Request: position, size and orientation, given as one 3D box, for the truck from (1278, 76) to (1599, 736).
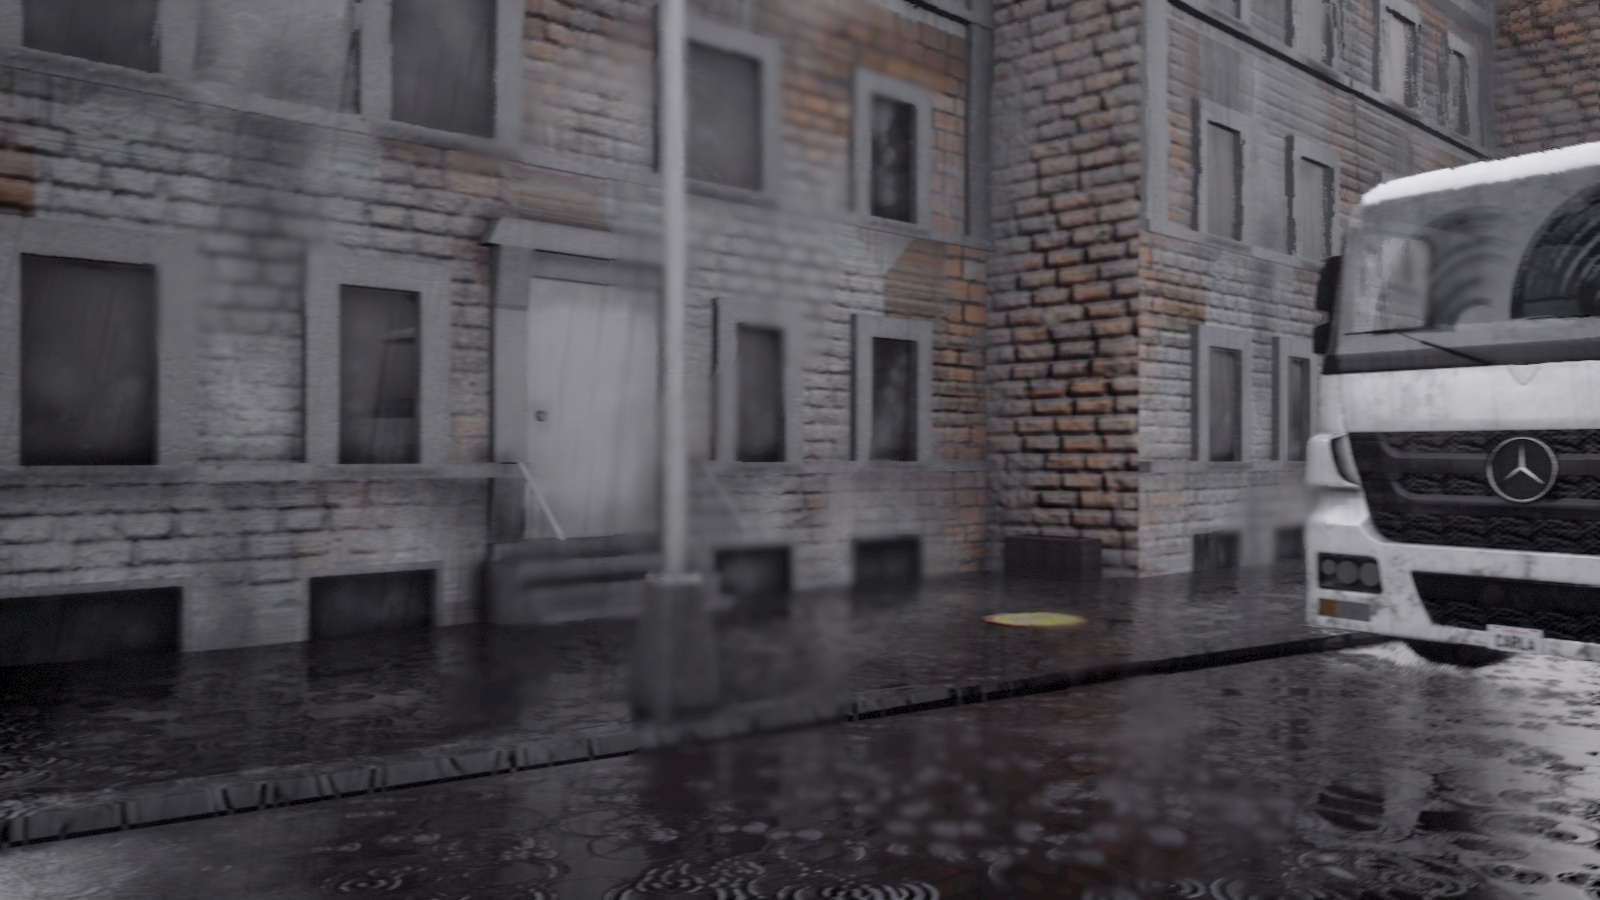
[{"bbox_3d":[7.200,-0.230,9.230,7.936,3.462,2.891,0,0,-35],"label":"truck"}]
